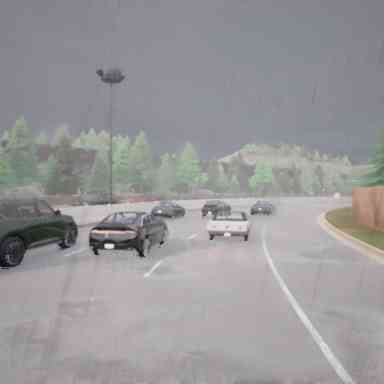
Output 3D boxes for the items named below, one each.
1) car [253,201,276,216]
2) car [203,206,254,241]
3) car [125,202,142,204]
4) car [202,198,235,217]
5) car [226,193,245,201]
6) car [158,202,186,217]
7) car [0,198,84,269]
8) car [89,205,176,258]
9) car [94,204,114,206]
[{"bbox_3d":[7.269,1.598,33.545,1.994,1.385,4.181,0,0,23],"label":"car"},{"bbox_3d":[2.031,1.611,17.040,1.895,1.301,4.718,0,0,12],"label":"car"},{"bbox_3d":[-6.121,1.195,38.335,2.150,2.045,5.566,0,0,23],"label":"car"},{"bbox_3d":[2.314,1.517,30.541,1.837,1.490,4.892,0,0,20],"label":"car"},{"bbox_3d":[9.816,1.098,75.226,2.097,1.767,4.553,0,0,43],"label":"car"},{"bbox_3d":[-1.991,1.557,28.766,1.994,1.385,4.181,0,0,18],"label":"car"},{"bbox_3d":[-6.013,1.195,11.328,2.150,2.045,5.566,0,0,7],"label":"car"},{"bbox_3d":[-2.233,1.482,12.795,2.128,1.511,4.902,0,0,8],"label":"car"},{"bbox_3d":[-10.486,1.174,36.864,2.150,2.045,5.566,0,0,21],"label":"car"}]
